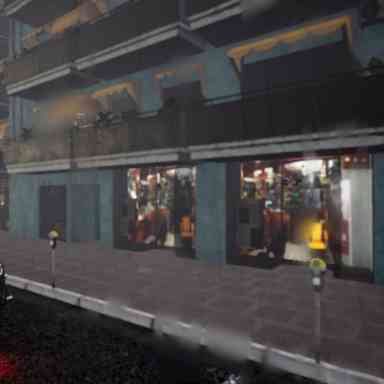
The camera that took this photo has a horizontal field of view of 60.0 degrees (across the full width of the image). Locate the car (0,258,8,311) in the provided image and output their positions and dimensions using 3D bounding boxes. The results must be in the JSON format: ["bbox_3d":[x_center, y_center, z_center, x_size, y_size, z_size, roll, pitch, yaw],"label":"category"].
[{"bbox_3d":[-5.634,1.409,6.518,4.553,1.767,2.097,-1,0,35],"label":"car"}]
